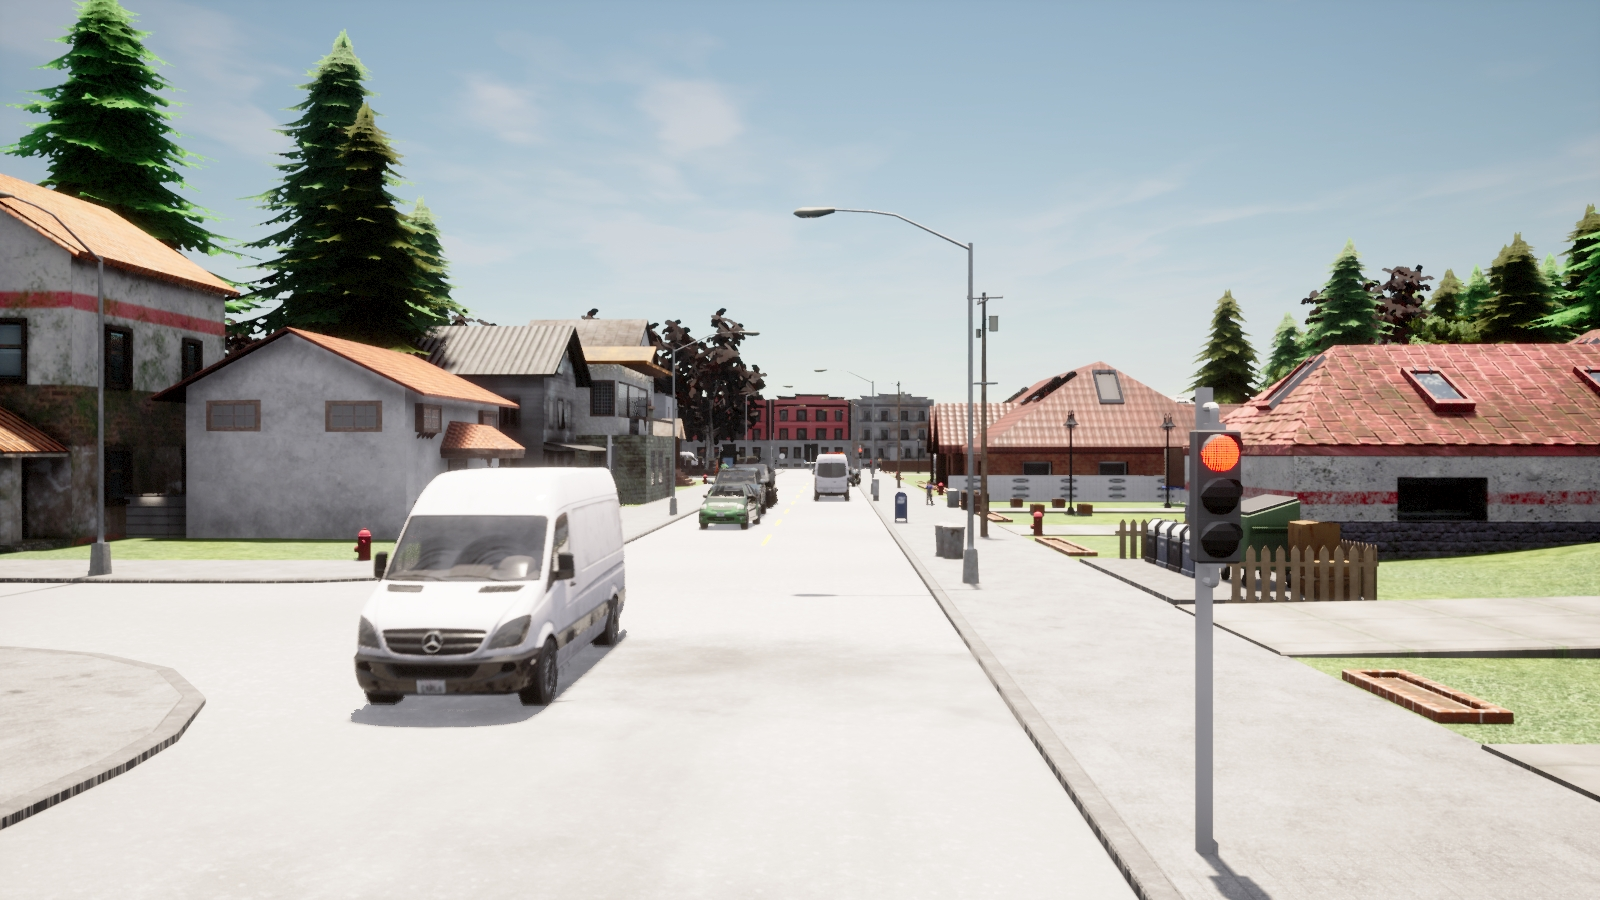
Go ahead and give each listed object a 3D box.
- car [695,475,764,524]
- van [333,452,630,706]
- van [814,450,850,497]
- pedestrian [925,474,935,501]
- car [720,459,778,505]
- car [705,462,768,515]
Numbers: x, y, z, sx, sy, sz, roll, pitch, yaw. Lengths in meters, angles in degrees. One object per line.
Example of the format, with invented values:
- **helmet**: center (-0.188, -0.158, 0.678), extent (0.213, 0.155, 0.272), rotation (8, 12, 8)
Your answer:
- **car**: center (-2.533, 1.779, 41.798), extent (1.851, 1.617, 3.988), rotation (0, 0, 7)
- **van**: center (-3.674, 1.314, 14.551), extent (1.988, 2.561, 5.915), rotation (0, 0, 2)
- **van**: center (1.821, 1.315, 65.713), extent (1.988, 2.561, 5.915), rotation (0, 0, 2)
- **pedestrian**: center (6.238, 1.803, 55.004), extent (0.375, 1.300, 0.375), rotation (0, 0, 28)
- **car**: center (-2.426, 1.534, 56.585), extent (2.390, 2.098, 6.274), rotation (0, 0, 2)
- **car**: center (-2.626, 1.560, 48.403), extent (2.150, 2.045, 5.566), rotation (0, 0, 2)
